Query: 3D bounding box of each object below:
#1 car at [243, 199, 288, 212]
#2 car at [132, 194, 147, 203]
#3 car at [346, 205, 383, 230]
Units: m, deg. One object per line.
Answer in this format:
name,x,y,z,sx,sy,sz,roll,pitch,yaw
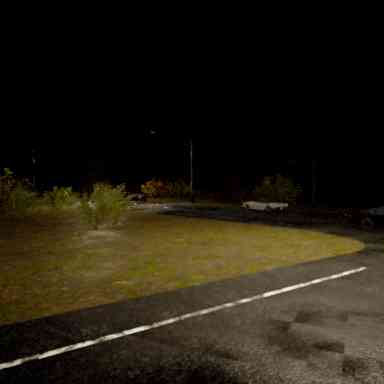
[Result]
car,7.444,1.338,34.357,1.895,1.301,4.718,-1,1,-37
car,-9.463,1.096,56.661,2.128,1.511,4.902,-1,1,-37
car,11.181,1.413,17.834,2.033,1.411,5.357,-1,1,-37
